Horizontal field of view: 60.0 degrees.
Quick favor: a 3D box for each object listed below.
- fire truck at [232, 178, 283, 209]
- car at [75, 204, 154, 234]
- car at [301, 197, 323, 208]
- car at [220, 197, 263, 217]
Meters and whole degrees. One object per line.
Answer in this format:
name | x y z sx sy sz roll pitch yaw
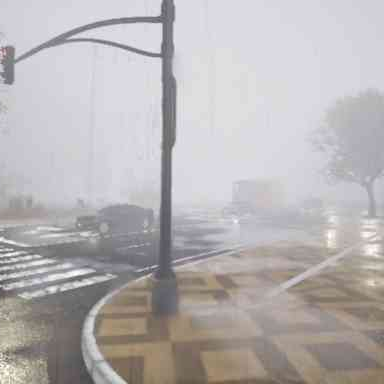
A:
fire truck | 8.220 0.251 40.798 2.891 3.827 8.468 1 1 38
car | -4.441 1.466 19.629 1.882 1.535 5.008 1 1 38
car | 16.799 1.450 46.451 2.128 1.511 4.902 1 1 38
car | 4.441 1.496 30.910 1.812 1.442 4.674 1 1 38
